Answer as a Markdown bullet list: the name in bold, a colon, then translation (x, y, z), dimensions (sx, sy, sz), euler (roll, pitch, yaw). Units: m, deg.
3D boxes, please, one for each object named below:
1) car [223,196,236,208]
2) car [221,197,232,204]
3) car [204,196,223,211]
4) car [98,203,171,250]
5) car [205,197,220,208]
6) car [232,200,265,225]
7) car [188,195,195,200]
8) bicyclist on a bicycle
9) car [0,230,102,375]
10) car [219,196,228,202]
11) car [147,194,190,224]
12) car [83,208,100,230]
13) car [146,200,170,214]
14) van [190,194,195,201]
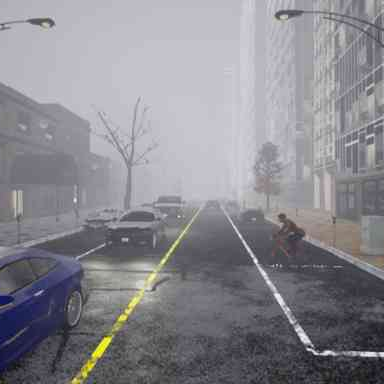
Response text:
- **car**: translation (5.497, 1.557, 46.515), dimensions (1.887, 1.381, 4.507), euler (1, 0, 4)
- **car**: translation (6.545, 1.584, 63.414), dimensions (1.947, 1.339, 4.313), euler (1, 0, 4)
- **car**: translation (2.528, 1.515, 40.646), dimensions (1.837, 1.490, 4.892), euler (0, 0, 4)
- **car**: translation (-2.288, 1.480, 14.686), dimensions (1.882, 1.535, 5.008), euler (0, 0, 4)
- **car**: translation (3.163, 1.505, 50.957), dimensions (2.128, 1.511, 4.902), euler (0, 0, 4)
- **car**: translation (4.202, 1.556, 23.977), dimensions (2.008, 1.369, 4.403), euler (1, 0, 4)
- **car**: translation (-0.068, 1.611, 92.156), dimensions (1.802, 1.307, 4.206), euler (1, 0, 4)
- **bicyclist on a bicycle**: translation (2.780, 1.442, 9.613), dimensions (1.656, 1.620, 0.582), euler (-1, 0, 4)
- **car**: translation (-2.932, 1.526, 4.251), dimensions (1.812, 1.442, 4.674), euler (0, 0, 5)
- **car**: translation (7.593, 1.591, 80.315), dimensions (1.947, 1.339, 4.313), euler (1, 0, 4)
- **car**: translation (-1.625, 1.226, 25.224), dimensions (2.150, 2.045, 5.566), euler (0, 0, 4)
- **car**: translation (-4.740, 1.554, 18.933), dimensions (2.008, 1.369, 4.403), euler (1, 0, 4)
- **car**: translation (-3.597, 1.589, 35.828), dimensions (1.802, 1.307, 4.206), euler (1, 0, 4)
- **van**: translation (-0.414, 1.368, 86.522), dimensions (1.690, 1.788, 3.998), euler (1, 0, 4)
